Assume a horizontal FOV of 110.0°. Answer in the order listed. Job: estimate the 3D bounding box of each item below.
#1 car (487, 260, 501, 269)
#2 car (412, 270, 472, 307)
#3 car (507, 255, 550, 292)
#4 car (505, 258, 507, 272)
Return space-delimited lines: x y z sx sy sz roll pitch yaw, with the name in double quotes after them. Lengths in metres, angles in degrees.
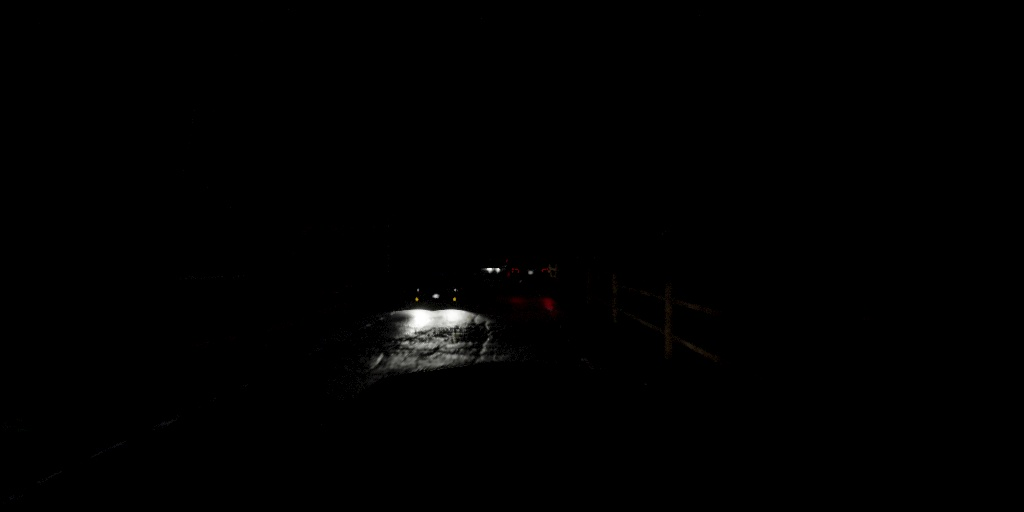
-2.797 1.287 56.855 1.994 1.385 4.181 0 0 1 "car"
-2.847 1.302 15.365 1.994 1.385 4.181 0 0 0 "car"
0.965 0.956 21.270 2.150 2.045 5.566 0 0 0 "car"
0.066 1.229 46.620 1.837 1.490 4.892 0 0 0 "car"
